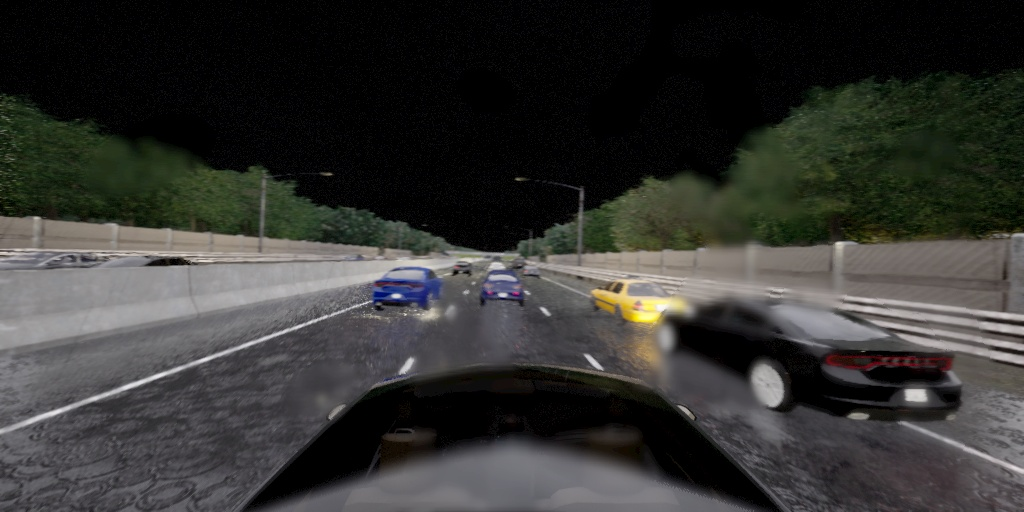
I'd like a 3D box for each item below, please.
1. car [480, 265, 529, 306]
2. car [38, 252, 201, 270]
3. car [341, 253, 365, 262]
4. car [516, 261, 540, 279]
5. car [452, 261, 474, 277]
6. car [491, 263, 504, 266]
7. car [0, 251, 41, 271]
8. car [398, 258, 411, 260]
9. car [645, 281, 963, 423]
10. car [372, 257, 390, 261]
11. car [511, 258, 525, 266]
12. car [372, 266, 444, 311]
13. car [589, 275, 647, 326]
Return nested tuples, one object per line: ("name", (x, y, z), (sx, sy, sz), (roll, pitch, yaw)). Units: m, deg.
("car", (-0.474, 1.362, 16.327), (1.812, 1.442, 4.674), (2, 0, -3))
("car", (-14.561, 0.734, 14.173), (1.837, 1.490, 4.892), (2, 0, -3))
("car", (-23.470, 0.481, 53.097), (2.097, 1.767, 4.553), (2, 0, -2))
("car", (1.876, 1.636, 37.829), (2.033, 1.411, 5.357), (2, 0, -2))
("car", (-5.009, 1.296, 36.768), (1.837, 1.490, 4.892), (2, 0, -3))
("car", (-1.597, 1.472, 38.514), (1.812, 1.442, 4.674), (2, 0, -3))
("car", (-18.054, 0.572, 14.035), (2.128, 1.511, 4.902), (2, 0, -3))
("car", (-16.588, 0.958, 55.414), (1.812, 1.442, 4.674), (2, 0, -2))
("car", (4.476, 1.451, 6.543), (1.882, 1.535, 5.008), (2, 0, -3))
("car", (-20.074, 0.810, 55.180), (1.812, 1.442, 4.674), (2, 0, -2))
("car", (1.011, 1.396, 55.381), (2.150, 2.045, 5.566), (2, 0, -2))
("car", (-3.858, 1.156, 14.061), (1.882, 1.535, 5.008), (2, 0, -3))
("car", (4.164, 1.461, 12.725), (1.801, 1.575, 5.366), (2, 0, -3))
